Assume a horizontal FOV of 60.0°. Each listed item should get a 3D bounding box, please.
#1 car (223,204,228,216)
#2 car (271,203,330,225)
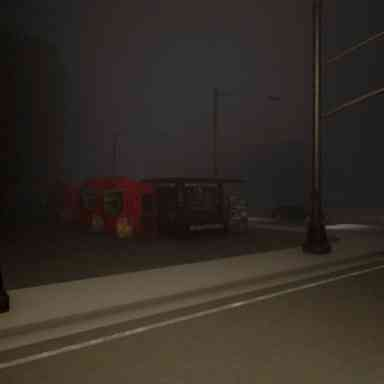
[{"bbox_3d":[2.562,1.842,34.624,1.812,1.442,4.674,0,-1,-36],"label":"car"},{"bbox_3d":[8.509,1.697,26.430,1.837,1.490,4.892,0,-1,-36],"label":"car"}]
